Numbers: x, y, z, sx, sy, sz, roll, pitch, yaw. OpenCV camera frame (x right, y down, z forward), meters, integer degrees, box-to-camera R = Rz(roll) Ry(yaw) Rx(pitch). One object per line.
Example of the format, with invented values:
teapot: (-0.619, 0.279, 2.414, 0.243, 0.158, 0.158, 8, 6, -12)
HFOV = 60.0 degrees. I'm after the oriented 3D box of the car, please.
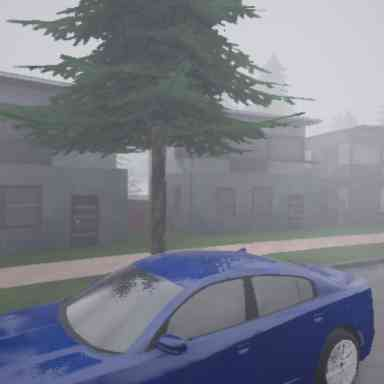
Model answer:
car: (-0.082, 1.450, 3.614, 5.008, 1.535, 1.882, 0, 0, -32)
